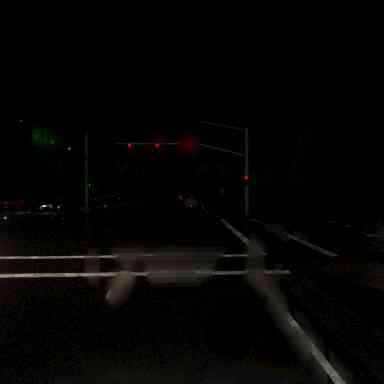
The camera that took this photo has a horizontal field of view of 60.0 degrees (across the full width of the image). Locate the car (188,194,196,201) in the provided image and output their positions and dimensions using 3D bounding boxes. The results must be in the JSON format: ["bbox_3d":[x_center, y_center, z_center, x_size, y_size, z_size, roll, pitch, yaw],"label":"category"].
[{"bbox_3d":[0.031,1.419,84.414,1.882,1.535,5.008,0,0,1],"label":"car"}]

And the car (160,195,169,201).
[{"bbox_3d":[-6.967,1.465,84.580,1.812,1.442,4.674,0,0,1],"label":"car"}]

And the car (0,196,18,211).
[{"bbox_3d":[-22.207,1.352,40.409,2.097,1.767,4.553,0,0,0],"label":"car"}]

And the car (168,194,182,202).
[{"bbox_3d":[-3.656,1.551,74.638,1.994,1.385,4.181,0,0,1],"label":"car"}]

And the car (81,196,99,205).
[{"bbox_3d":[-18.716,1.505,61.088,1.837,1.490,4.892,0,0,0],"label":"car"}]

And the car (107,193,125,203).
[{"bbox_3d":[-15.181,1.225,68.146,2.150,2.045,5.566,0,0,0],"label":"car"}]

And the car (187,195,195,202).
[{"bbox_3d":[-0.159,1.522,74.234,1.812,1.442,4.674,0,0,1],"label":"car"}]

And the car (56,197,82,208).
[{"bbox_3d":[-18.731,1.547,50.974,2.033,1.411,5.357,0,0,0],"label":"car"}]

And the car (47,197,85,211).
[{"bbox_3d":[-15.207,1.491,40.352,2.128,1.511,4.902,0,0,0],"label":"car"}]

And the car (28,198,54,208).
[{"bbox_3d":[-22.227,1.564,49.040,1.994,1.385,4.181,0,0,0],"label":"car"}]

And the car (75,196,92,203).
[{"bbox_3d":[-22.179,1.594,68.065,1.895,1.301,4.718,0,0,0],"label":"car"}]

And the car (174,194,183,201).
[{"bbox_3d":[-3.469,1.296,84.467,2.097,1.767,4.553,0,0,1],"label":"car"}]

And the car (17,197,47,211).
[{"bbox_3d":[-18.745,1.547,40.902,2.033,1.411,5.357,0,0,0],"label":"car"}]

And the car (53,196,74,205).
[{"bbox_3d":[-22.219,1.526,57.782,1.812,1.442,4.674,0,0,0],"label":"car"}]

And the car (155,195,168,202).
[{"bbox_3d":[-7.159,1.537,74.218,2.033,1.411,5.357,0,0,1],"label":"car"}]

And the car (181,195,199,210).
[{"bbox_3d":[-0.116,1.526,43.216,1.812,1.442,4.674,0,0,0],"label":"car"}]

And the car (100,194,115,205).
[{"bbox_3d":[-15.230,1.564,57.665,1.994,1.385,4.181,0,0,0],"label":"car"}]

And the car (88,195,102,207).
[{"bbox_3d":[-15.226,1.564,49.255,1.994,1.385,4.181,0,0,0],"label":"car"}]
